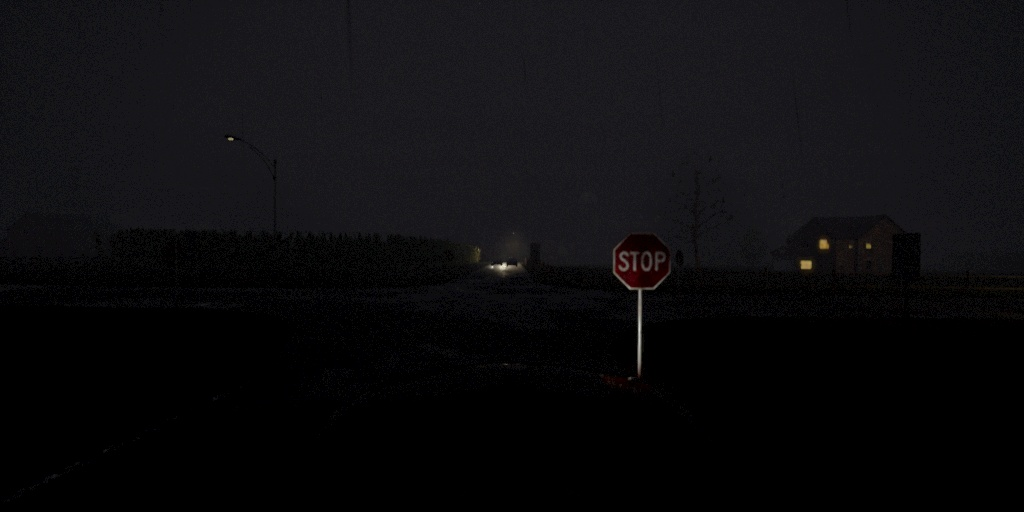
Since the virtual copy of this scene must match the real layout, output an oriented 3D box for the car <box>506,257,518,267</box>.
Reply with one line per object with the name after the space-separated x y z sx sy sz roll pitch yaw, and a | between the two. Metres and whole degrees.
0.001 1.045 61.390 1.882 1.535 5.008 0 0 0 | car
